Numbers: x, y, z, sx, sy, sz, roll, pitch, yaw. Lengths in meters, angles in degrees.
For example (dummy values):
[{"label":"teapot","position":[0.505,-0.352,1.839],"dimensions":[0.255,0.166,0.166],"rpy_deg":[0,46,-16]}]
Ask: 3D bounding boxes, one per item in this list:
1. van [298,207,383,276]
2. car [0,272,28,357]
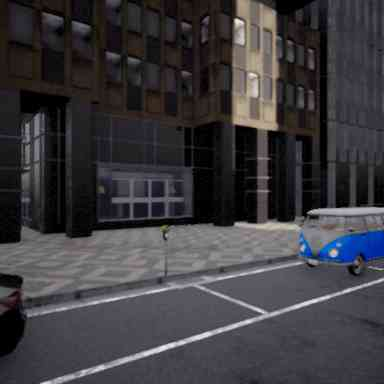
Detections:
[{"label":"van","position":[4.982,1.378,10.213],"dimensions":[3.998,1.788,1.690],"rpy_deg":[0,0,-36]},{"label":"car","position":[-4.192,1.561,3.660],"dimensions":[4.313,1.339,1.947],"rpy_deg":[0,0,-36]}]
